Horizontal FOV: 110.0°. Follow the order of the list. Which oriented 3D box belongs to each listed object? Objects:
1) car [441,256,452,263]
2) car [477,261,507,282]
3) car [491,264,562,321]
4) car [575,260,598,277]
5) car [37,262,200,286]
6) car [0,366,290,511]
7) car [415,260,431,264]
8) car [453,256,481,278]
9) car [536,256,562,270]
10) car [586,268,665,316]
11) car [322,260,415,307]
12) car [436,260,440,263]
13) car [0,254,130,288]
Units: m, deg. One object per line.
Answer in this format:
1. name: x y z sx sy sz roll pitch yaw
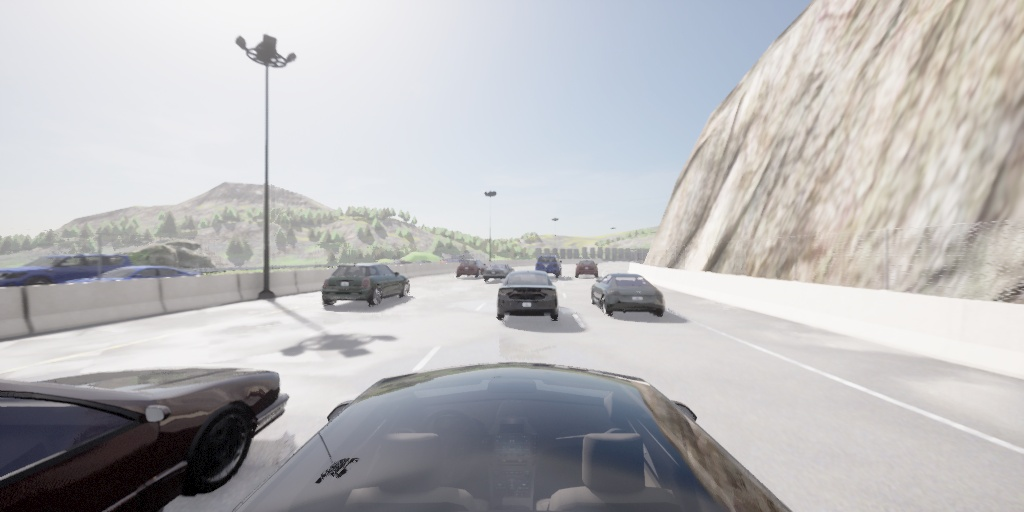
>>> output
1. car: -8.734 0.962 57.023 2.150 2.045 5.566 0 0 18
2. car: -0.973 1.302 29.223 2.033 1.411 5.357 0 0 10
3. car: 0.590 1.232 12.658 1.882 1.535 5.008 0 0 4
4. car: 7.294 1.129 34.970 2.097 1.767 4.553 0 0 12
5. car: -16.885 1.189 16.114 1.882 1.535 5.008 0 0 5
6. car: -3.366 1.289 1.437 2.033 1.411 5.357 0 0 0
7. car: -15.150 1.291 59.912 1.994 1.385 4.181 0 0 18
8. car: -3.636 1.102 33.889 2.097 1.767 4.553 0 0 11
9. car: 3.521 0.989 34.178 2.150 2.045 5.566 0 0 11
10. car: 4.171 1.328 13.497 1.994 1.385 4.181 0 0 4
11. car: -6.176 1.090 15.715 2.097 1.767 4.553 0 0 4
12. car: -11.163 1.090 60.795 2.097 1.767 4.553 0 0 19
13. car: -23.654 0.917 19.069 2.150 2.045 5.566 0 0 6
